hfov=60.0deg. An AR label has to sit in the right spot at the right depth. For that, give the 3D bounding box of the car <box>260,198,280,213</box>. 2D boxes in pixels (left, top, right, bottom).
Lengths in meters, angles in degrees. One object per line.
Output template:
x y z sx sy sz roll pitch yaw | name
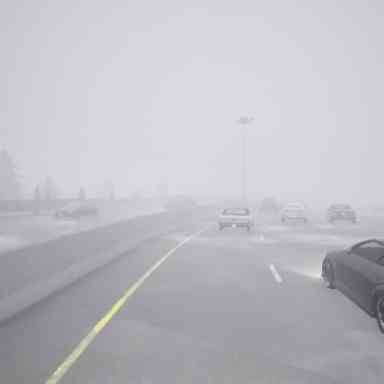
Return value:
9.372 1.461 38.753 2.097 1.767 4.553 0 0 25 | car

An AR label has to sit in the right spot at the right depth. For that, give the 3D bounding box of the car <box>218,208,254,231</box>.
2.925 1.637 21.128 1.895 1.301 4.718 0 0 14 | car

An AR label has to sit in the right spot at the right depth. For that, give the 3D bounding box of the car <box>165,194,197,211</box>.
-1.303 1.314 41.286 2.150 2.045 5.566 0 0 24 | car

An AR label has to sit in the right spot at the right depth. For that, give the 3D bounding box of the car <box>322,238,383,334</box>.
4.058 1.584 6.486 1.994 1.385 4.181 0 0 5 | car

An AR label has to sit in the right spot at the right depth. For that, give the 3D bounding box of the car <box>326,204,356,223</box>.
11.638 1.618 26.151 2.033 1.411 5.357 0 0 19 | car

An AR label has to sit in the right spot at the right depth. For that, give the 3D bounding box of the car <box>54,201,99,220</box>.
-9.728 1.545 28.453 1.812 1.442 4.674 0 0 16 | car

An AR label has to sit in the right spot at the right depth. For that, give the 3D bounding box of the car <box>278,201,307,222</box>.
8.238 1.590 26.845 1.812 1.442 4.674 0 0 18 | car

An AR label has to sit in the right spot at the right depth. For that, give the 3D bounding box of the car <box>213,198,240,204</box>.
4.297 1.615 44.655 2.128 1.511 4.902 0 0 28 | car

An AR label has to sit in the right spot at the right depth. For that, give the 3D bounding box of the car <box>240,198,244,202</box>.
8.727 1.842 65.243 1.895 1.301 4.718 0 0 34 | car
